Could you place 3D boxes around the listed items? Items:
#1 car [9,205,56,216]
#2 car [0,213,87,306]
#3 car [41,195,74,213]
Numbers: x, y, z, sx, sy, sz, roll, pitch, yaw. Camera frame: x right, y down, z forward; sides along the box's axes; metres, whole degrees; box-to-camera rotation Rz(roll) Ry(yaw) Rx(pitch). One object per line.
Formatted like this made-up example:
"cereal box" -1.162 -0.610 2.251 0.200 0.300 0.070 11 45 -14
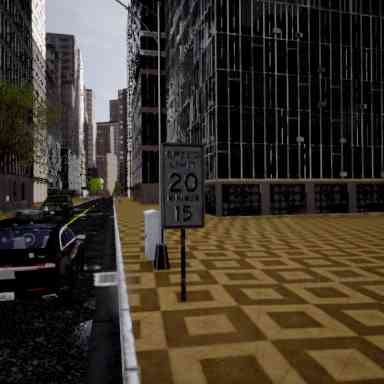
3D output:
"car" -9.044 1.636 18.226 1.895 1.301 4.718 -1 0 -13
"car" -3.630 1.496 7.794 2.128 1.511 4.902 -1 0 -13
"car" -11.488 1.267 28.524 2.150 2.045 5.566 -1 0 -13
